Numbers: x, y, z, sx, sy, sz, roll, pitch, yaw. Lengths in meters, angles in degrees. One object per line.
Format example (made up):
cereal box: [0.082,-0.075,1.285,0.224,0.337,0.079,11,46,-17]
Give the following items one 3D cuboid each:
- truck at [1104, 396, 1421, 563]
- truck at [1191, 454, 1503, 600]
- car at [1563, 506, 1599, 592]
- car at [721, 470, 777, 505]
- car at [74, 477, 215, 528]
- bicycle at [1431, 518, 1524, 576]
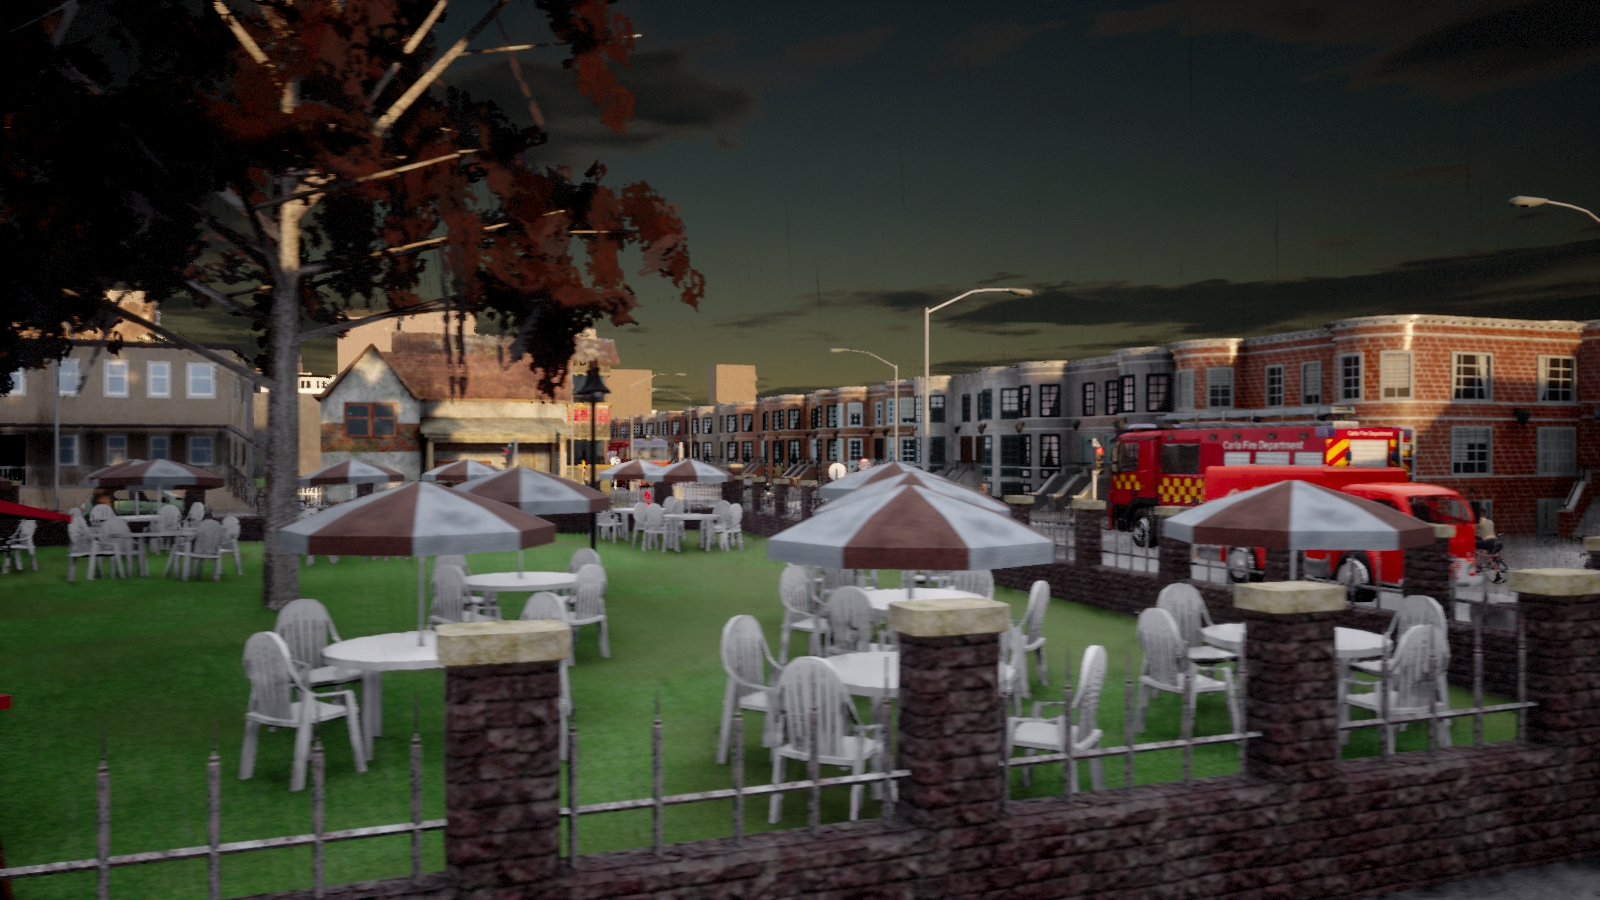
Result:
truck: [11.927,0.671,30.665,2.891,3.827,8.468,0,0,-21]
truck: [10.590,1.340,22.686,2.627,2.467,5.204,0,1,-21]
car: [15.773,1.819,19.993,1.845,1.501,3.633,0,0,-21]
car: [-2.599,1.815,56.589,2.038,1.542,4.974,0,0,-11]
car: [-22.574,1.778,39.521,3.988,1.617,1.851,0,0,-20]
bicycle: [14.286,2.037,24.128,0.859,1.080,1.487,0,0,-20]
